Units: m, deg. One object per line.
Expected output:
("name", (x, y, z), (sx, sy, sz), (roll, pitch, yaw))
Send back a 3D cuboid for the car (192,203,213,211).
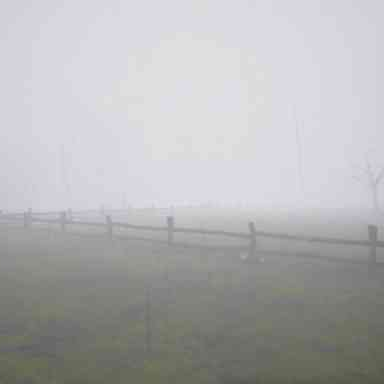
("car", (1.933, 2.641, 57.880), (1.812, 1.442, 4.674), (-1, -2, 36))
